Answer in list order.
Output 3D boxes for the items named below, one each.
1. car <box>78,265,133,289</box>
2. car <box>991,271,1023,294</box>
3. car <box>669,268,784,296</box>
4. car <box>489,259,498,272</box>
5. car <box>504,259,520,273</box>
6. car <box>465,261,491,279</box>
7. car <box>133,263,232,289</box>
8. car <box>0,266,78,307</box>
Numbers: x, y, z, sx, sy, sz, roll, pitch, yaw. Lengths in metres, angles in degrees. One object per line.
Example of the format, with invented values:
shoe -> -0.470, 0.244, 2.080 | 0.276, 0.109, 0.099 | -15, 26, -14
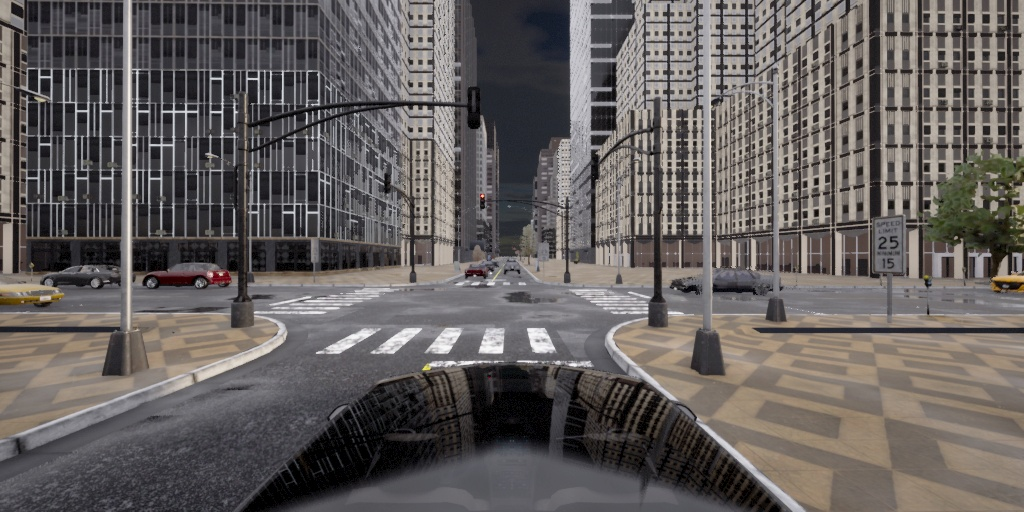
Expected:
car -> -24.927, 1.189, 21.139 | 4.403, 1.370, 2.007 | 0, 0, -1
car -> 29.227, 1.371, 19.447 | 5.008, 1.535, 1.882 | 0, 0, -1
car -> 11.354, 1.364, 19.118 | 5.357, 1.411, 2.033 | 0, 0, -1
car -> -3.190, 1.294, 45.717 | 2.033, 1.411, 5.357 | 0, 0, 0
car -> 0.014, 1.295, 42.460 | 2.033, 1.411, 5.357 | 0, 0, 0
car -> -3.154, 1.350, 32.375 | 1.895, 1.301, 4.718 | 0, 0, -1
car -> -19.251, 1.112, 21.273 | 4.097, 1.591, 1.967 | 0, 0, -1
car -> -18.922, 1.165, 12.639 | 4.829, 1.417, 1.751 | 0, 0, -1
